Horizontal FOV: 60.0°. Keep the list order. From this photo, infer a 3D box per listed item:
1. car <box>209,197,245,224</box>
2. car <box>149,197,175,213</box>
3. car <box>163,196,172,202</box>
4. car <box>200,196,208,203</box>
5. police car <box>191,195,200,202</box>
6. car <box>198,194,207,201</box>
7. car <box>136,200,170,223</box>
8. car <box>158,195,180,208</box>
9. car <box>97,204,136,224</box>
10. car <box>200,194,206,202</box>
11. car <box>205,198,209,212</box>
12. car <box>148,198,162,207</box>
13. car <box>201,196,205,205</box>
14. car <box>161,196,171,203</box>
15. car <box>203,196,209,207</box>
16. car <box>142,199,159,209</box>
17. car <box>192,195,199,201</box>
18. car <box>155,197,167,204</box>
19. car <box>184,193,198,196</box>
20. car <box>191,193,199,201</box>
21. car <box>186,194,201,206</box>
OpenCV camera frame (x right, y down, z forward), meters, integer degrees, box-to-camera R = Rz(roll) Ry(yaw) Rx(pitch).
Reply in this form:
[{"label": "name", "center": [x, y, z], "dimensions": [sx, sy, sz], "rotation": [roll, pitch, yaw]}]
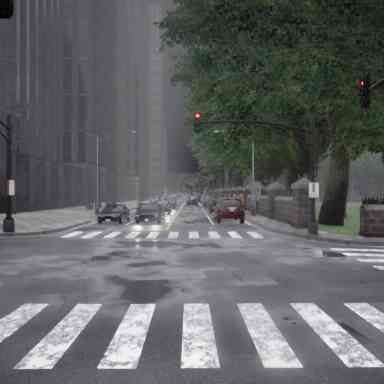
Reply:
[{"label": "car", "center": [2.738, 1.326, 25.099], "dimensions": [2.192, 1.841, 5.009], "rotation": [0, 0, 0]}, {"label": "car", "center": [-3.121, 1.547, 35.237], "dimensions": [1.812, 1.442, 4.674], "rotation": [0, 0, 0]}, {"label": "car", "center": [-5.843, 1.621, 79.651], "dimensions": [1.887, 1.381, 4.507], "rotation": [0, 0, 0]}, {"label": "car", "center": [2.688, 1.593, 74.377], "dimensions": [1.752, 1.417, 4.829], "rotation": [0, 0, 0]}, {"label": "police car", "center": [0.824, 1.496, 75.862], "dimensions": [1.930, 1.638, 5.238], "rotation": [0, 0, 0]}, {"label": "car", "center": [2.677, 1.400, 85.120], "dimensions": [2.192, 1.841, 5.009], "rotation": [0, 0, 0]}, {"label": "car", "center": [-3.126, 1.559, 25.599], "dimensions": [2.033, 1.411, 5.357], "rotation": [0, 0, 0]}, {"label": "car", "center": [-3.135, 1.524, 45.504], "dimensions": [2.128, 1.511, 4.902], "rotation": [0, 0, 0]}, {"label": "car", "center": [-5.787, 1.577, 25.081], "dimensions": [1.947, 1.339, 4.313], "rotation": [0, 0, 0]}, {"label": "car", "center": [2.711, 1.481, 52.381], "dimensions": [1.967, 1.590, 4.097], "rotation": [0, 0, 0]}, {"label": "car", "center": [2.727, 1.588, 36.011], "dimensions": [1.947, 1.339, 4.313], "rotation": [0, 0, 0]}, {"label": "car", "center": [-5.815, 1.623, 52.366], "dimensions": [1.802, 1.307, 4.206], "rotation": [0, 0, 0]}, {"label": "car", "center": [2.716, 1.586, 46.924], "dimensions": [2.008, 1.369, 4.403], "rotation": [0, 0, 0]}, {"label": "car", "center": [-5.837, 1.612, 74.194], "dimensions": [1.887, 1.381, 4.507], "rotation": [0, 0, 0]}, {"label": "car", "center": [2.722, 1.580, 41.467], "dimensions": [2.008, 1.369, 4.403], "rotation": [0, 0, 0]}, {"label": "car", "center": [-5.809, 1.617, 46.908], "dimensions": [1.802, 1.307, 4.206], "rotation": [0, 0, 0]}, {"label": "car", "center": [0.814, 1.592, 85.752], "dimensions": [1.837, 1.490, 4.892], "rotation": [0, 0, 0]}, {"label": "car", "center": [-5.826, 1.635, 63.280], "dimensions": [1.802, 1.307, 4.206], "rotation": [0, 0, 0]}, {"label": "car", "center": [0.025, 1.408, 65.004], "dimensions": [2.097, 1.767, 4.553], "rotation": [0, 0, 0]}, {"label": "car", "center": [0.808, 1.321, 91.783], "dimensions": [2.150, 2.045, 5.566], "rotation": [0, 0, 0]}, {"label": "car", "center": [0.045, 1.570, 55.241], "dimensions": [1.812, 1.442, 4.674], "rotation": [0, 0, 0]}]
